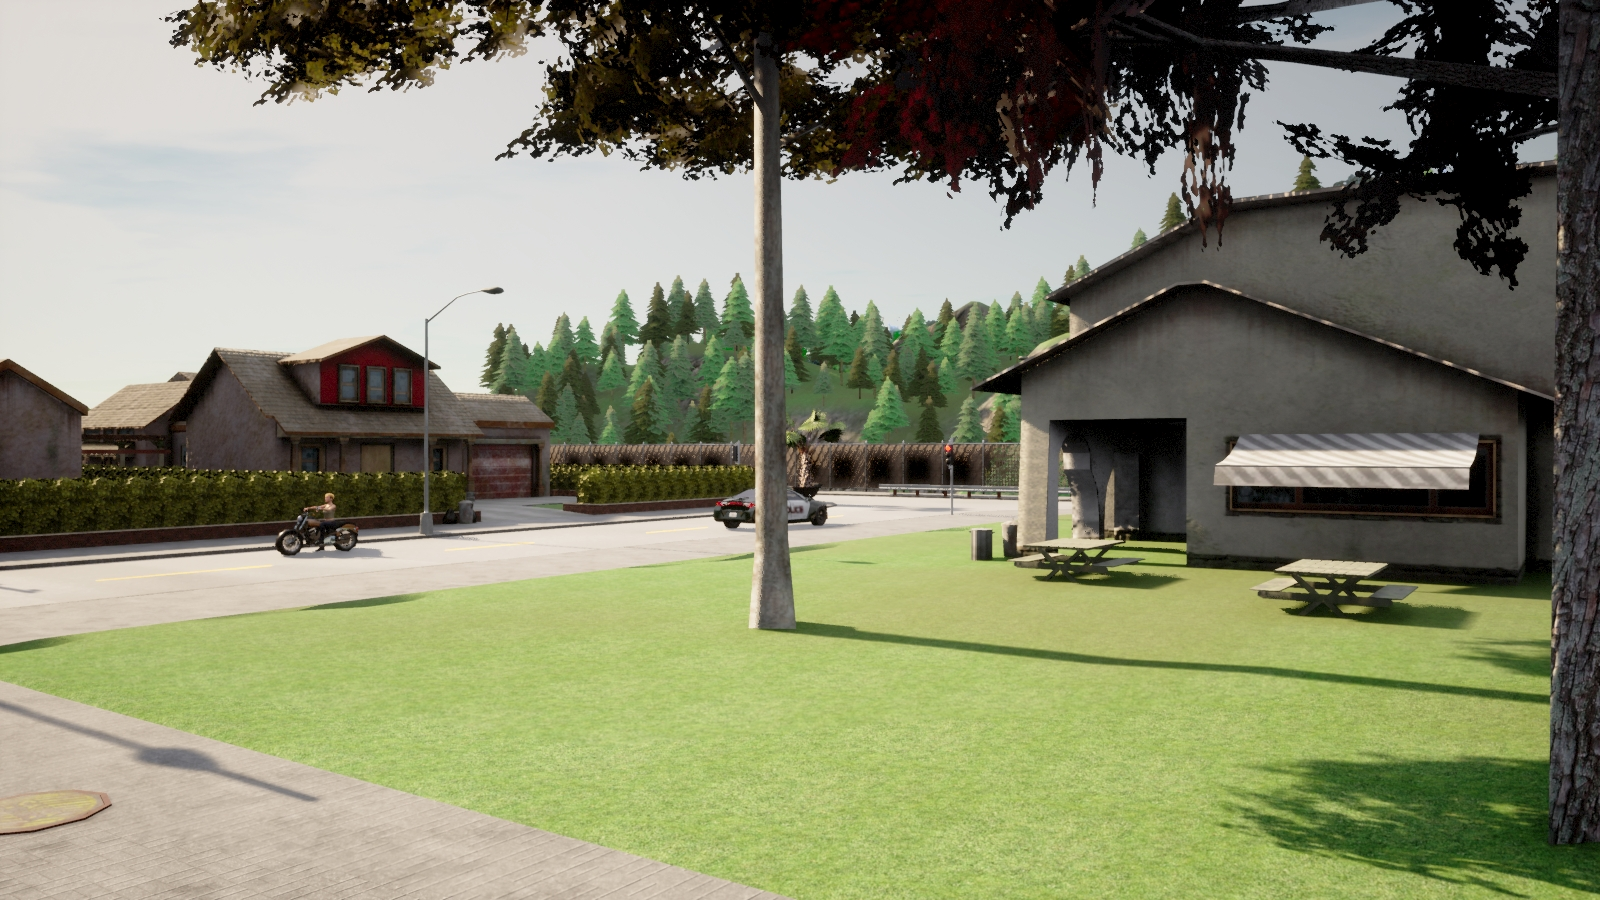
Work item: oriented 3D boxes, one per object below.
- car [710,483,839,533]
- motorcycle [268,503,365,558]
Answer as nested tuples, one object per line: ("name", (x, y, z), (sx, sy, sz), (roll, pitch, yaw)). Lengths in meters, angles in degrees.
("car", (-0.850, 2.038, 41.431), (2.038, 1.542, 4.974), (0, 0, 37))
("motorcycle", (-13.052, 2.155, 30.913), (0.764, 1.307, 2.356), (0, 0, 35))
